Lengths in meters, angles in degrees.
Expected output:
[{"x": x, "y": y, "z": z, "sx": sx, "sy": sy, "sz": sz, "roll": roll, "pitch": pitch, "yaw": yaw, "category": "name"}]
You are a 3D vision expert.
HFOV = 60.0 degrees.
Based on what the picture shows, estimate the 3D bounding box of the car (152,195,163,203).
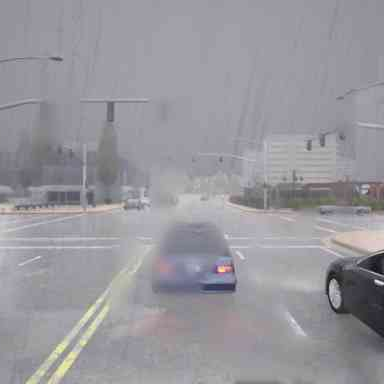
[{"x": -7.213, "y": 1.499, "z": 70.588, "sx": 1.837, "sy": 1.490, "sz": 4.892, "roll": 0, "pitch": 0, "yaw": 0, "category": "car"}]

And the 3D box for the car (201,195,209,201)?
[{"x": 3.245, "y": 1.552, "z": 84.630, "sx": 1.994, "sy": 1.385, "sz": 4.181, "roll": 0, "pitch": 0, "yaw": 0, "category": "car"}]

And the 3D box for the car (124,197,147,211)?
[{"x": -7.225, "y": 1.525, "z": 41.488, "sx": 1.812, "sy": 1.442, "sz": 4.674, "roll": 0, "pitch": 0, "yaw": 0, "category": "car"}]

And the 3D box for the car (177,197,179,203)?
[{"x": -3.755, "y": 1.525, "z": 58.066, "sx": 1.812, "sy": 1.442, "sz": 4.674, "roll": 0, "pitch": 0, "yaw": 0, "category": "car"}]

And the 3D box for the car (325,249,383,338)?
[{"x": 3.548, "y": 1.505, "z": 4.706, "sx": 1.837, "sy": 1.490, "sz": 4.892, "roll": 0, "pitch": 0, "yaw": 0, "category": "car"}]

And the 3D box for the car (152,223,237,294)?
[{"x": 0.055, "y": 1.547, "z": 8.952, "sx": 2.033, "sy": 1.411, "sz": 5.357, "roll": 0, "pitch": 0, "yaw": 0, "category": "car"}]

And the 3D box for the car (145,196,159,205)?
[{"x": -7.252, "y": 1.504, "z": 60.535, "sx": 1.837, "sy": 1.490, "sz": 4.892, "roll": 0, "pitch": 0, "yaw": 0, "category": "car"}]

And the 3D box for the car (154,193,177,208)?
[{"x": -3.732, "y": 1.221, "z": 48.271, "sx": 2.150, "sy": 2.045, "sz": 5.566, "roll": 0, "pitch": 0, "yaw": 0, "category": "car"}]

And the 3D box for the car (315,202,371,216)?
[{"x": 14.351, "y": 1.600, "z": 31.871, "sx": 4.718, "sy": 1.301, "sz": 1.895, "roll": 0, "pitch": 0, "yaw": 1, "category": "car"}]

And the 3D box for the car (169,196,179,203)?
[{"x": -3.715, "y": 1.504, "z": 68.218, "sx": 1.837, "sy": 1.490, "sz": 4.892, "roll": 0, "pitch": 0, "yaw": 0, "category": "car"}]

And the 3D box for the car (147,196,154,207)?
[{"x": -7.247, "y": 1.525, "z": 50.959, "sx": 1.812, "sy": 1.442, "sz": 4.674, "roll": 0, "pitch": 0, "yaw": 0, "category": "car"}]
